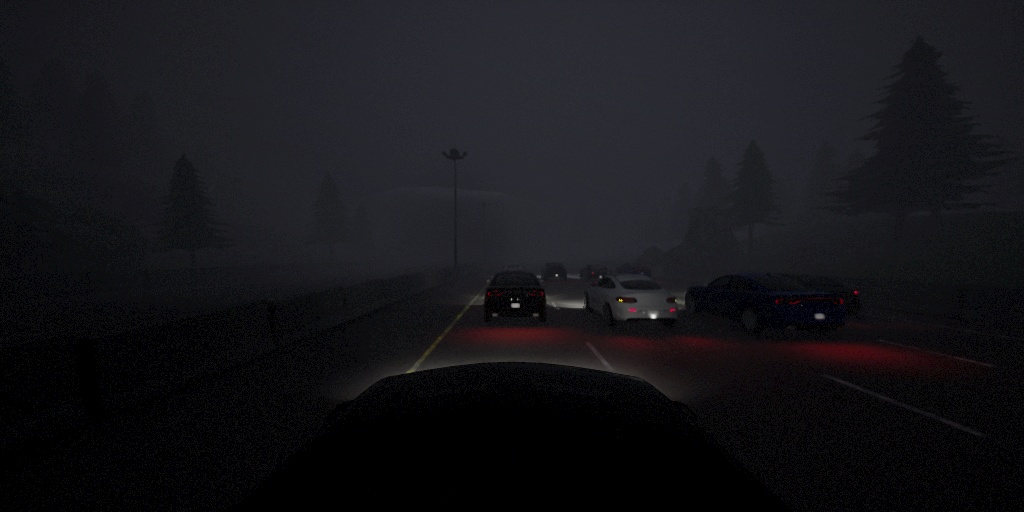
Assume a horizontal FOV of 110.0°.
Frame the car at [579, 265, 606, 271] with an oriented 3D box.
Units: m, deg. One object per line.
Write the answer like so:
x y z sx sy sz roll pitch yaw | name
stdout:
7.097 1.395 30.917 1.895 1.301 4.718 0 0 0 | car

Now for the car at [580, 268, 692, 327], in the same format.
3.600 1.291 11.442 1.812 1.442 4.674 0 0 0 | car

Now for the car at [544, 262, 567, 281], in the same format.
3.597 1.299 31.187 1.837 1.490 4.892 0 0 0 | car

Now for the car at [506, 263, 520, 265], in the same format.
0.084 1.320 31.170 1.812 1.442 4.674 0 0 0 | car

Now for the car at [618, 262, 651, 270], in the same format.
10.597 1.273 31.604 1.882 1.535 5.008 0 0 0 | car

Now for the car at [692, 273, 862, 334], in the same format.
7.099 1.241 10.749 1.882 1.535 5.008 0 0 0 | car

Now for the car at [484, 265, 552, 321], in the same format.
0.099 1.244 12.554 1.882 1.535 5.008 0 0 0 | car
